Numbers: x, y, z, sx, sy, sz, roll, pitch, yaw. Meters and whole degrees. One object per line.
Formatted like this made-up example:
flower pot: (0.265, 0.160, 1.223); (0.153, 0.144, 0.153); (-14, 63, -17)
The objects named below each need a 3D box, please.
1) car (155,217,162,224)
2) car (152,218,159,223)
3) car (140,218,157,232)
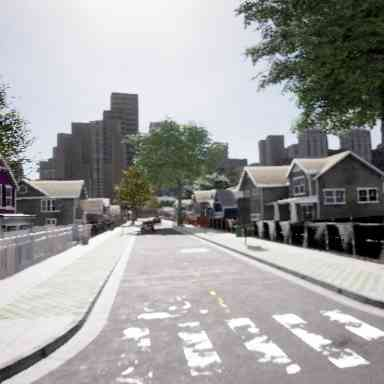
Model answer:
car: (-8.757, 7.149, 83.105); (2.097, 1.767, 4.553); (-2, -4, -8)
car: (-10.199, 7.983, 93.032); (1.895, 1.301, 4.718); (-2, -4, -8)
car: (-6.321, 4.891, 47.357); (1.812, 1.442, 4.674); (-2, -4, -8)
